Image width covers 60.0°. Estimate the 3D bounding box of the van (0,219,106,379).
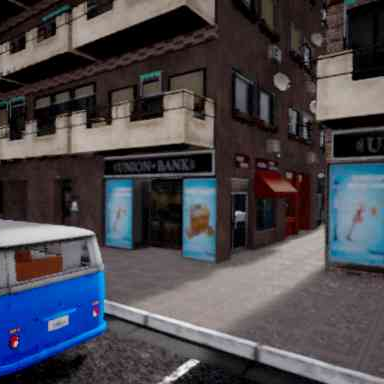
[{"bbox_3d":[-3.111,1.339,5.085,3.998,1.788,1.690,0,1,36],"label":"van"}]
